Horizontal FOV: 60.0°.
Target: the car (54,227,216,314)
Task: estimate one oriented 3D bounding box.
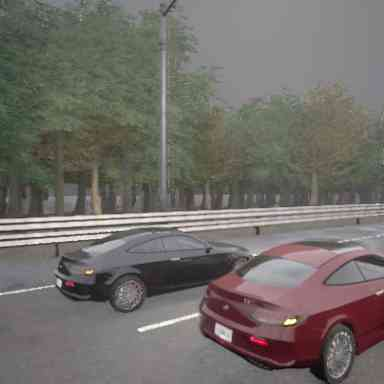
[{"bbox_3d":[-0.628,1.527,7.598,4.674,1.442,1.812,0,0,-35],"label":"car"}]

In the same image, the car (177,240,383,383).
[{"bbox_3d":[2.251,1.528,5.352,4.674,1.442,1.812,0,0,-35],"label":"car"}]
